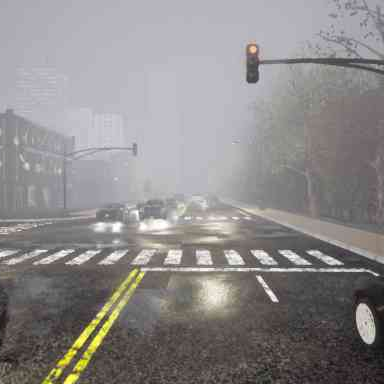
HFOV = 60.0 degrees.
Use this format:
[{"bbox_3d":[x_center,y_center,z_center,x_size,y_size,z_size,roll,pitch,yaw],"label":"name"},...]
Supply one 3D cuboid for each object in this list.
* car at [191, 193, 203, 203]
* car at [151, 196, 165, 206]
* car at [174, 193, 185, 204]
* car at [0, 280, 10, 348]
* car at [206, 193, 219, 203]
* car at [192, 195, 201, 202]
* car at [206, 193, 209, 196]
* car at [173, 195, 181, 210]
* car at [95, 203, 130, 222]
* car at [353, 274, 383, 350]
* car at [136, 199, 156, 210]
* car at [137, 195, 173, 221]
[{"bbox_3d":[1.071,1.197,66.094,2.150,2.045,5.566,0,0,1],"label":"car"},{"bbox_3d":[-5.753,1.458,56.752,1.882,1.535,5.008,0,0,1],"label":"car"},{"bbox_3d":[-2.412,1.201,61.707,2.150,2.045,5.566,0,0,1],"label":"car"},{"bbox_3d":[-3.317,1.492,2.362,2.128,1.511,4.902,0,0,1],"label":"car"},{"bbox_3d":[4.320,1.480,66.131,1.837,1.490,4.892,0,0,1],"label":"car"},{"bbox_3d":[1.124,1.509,76.718,2.033,1.411,5.357,0,0,1],"label":"car"},{"bbox_3d":[4.373,1.195,76.594,2.150,2.045,5.566,0,0,1],"label":"car"},{"bbox_3d":[-2.735,1.492,41.968,1.837,1.490,4.892,0,0,1],"label":"car"},{"bbox_3d":[-6.213,1.558,26.430,1.994,1.385,4.181,0,0,1],"label":"car"},{"bbox_3d":[3.393,1.477,3.176,1.882,1.535,5.008,0,0,1],"label":"car"},{"bbox_3d":[-5.966,1.587,43.319,1.895,1.301,4.718,0,0,1],"label":"car"},{"bbox_3d":[-2.953,1.344,27.069,2.097,1.767,4.553,0,0,1],"label":"car"}]
